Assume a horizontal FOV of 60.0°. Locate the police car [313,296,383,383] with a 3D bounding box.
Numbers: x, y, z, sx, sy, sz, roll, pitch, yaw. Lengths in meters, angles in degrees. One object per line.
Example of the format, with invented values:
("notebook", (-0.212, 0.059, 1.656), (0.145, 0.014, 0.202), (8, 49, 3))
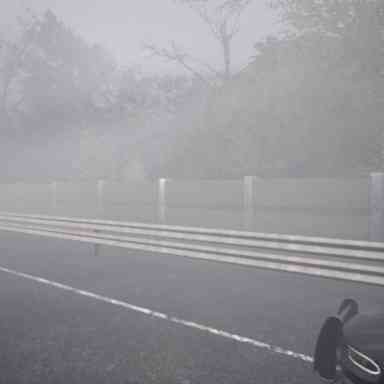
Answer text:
("police car", (3.735, 1.534, 2.557), (5.238, 1.638, 1.930), (0, -1, 36))
